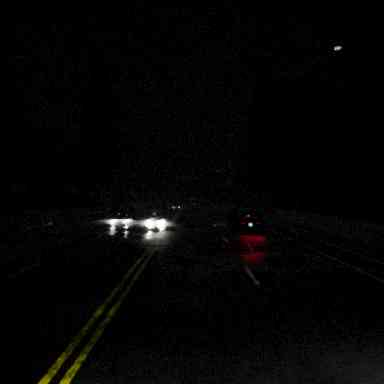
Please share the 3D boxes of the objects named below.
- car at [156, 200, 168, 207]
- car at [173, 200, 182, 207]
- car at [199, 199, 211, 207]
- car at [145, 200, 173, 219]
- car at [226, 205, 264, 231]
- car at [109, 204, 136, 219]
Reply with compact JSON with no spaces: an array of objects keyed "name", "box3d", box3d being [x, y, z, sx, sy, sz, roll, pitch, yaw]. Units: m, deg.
[{"name":"car","box3d":[-6.538,2.477,73.186,2.128,1.511,4.902,0,-1,0]},{"name":"car","box3d":[-3.288,2.563,73.999,2.033,1.411,5.357,0,-1,0]},{"name":"car","box3d":[3.211,2.581,75.218,2.163,1.488,4.792,0,-1,0]},{"name":"car","box3d":[-3.363,1.748,32.306,2.128,1.511,4.902,0,-1,0]},{"name":"car","box3d":[3.338,1.627,21.381,1.837,1.490,4.892,0,-1,0]},{"name":"car","box3d":[-6.611,1.816,32.004,1.994,1.385,4.181,0,-1,0]}]
